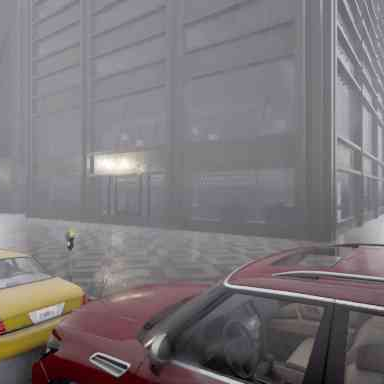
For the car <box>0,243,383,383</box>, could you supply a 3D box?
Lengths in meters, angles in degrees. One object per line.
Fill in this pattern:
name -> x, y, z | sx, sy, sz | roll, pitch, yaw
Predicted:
car -> 1.021, 1.315, 2.235 | 5.009, 1.841, 2.192 | 0, 0, 35
